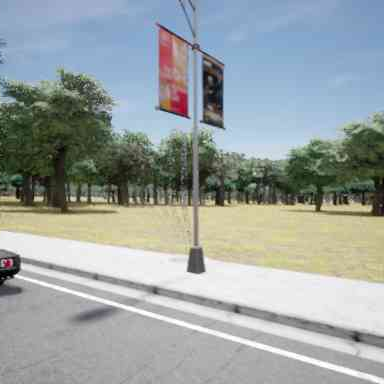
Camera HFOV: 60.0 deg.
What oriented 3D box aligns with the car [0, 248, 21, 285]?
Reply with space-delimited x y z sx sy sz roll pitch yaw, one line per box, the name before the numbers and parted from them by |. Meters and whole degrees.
car | -6.256 1.603 8.150 4.718 1.301 1.895 0 0 36
